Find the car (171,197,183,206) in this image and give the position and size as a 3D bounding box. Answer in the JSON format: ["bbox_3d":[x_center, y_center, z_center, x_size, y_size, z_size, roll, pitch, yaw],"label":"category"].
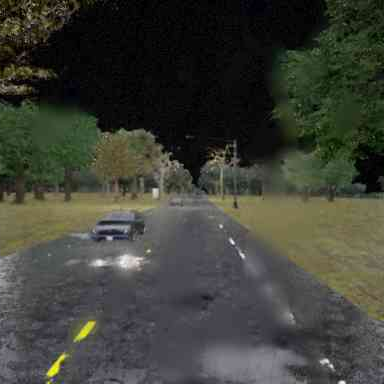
[{"bbox_3d":[-2.582,1.669,57.518,1.837,1.490,4.892,0,0,2],"label":"car"}]

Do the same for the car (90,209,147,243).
[{"bbox_3d":[-3.469,1.595,16.760,2.033,1.411,5.357,0,0,1],"label":"car"}]
